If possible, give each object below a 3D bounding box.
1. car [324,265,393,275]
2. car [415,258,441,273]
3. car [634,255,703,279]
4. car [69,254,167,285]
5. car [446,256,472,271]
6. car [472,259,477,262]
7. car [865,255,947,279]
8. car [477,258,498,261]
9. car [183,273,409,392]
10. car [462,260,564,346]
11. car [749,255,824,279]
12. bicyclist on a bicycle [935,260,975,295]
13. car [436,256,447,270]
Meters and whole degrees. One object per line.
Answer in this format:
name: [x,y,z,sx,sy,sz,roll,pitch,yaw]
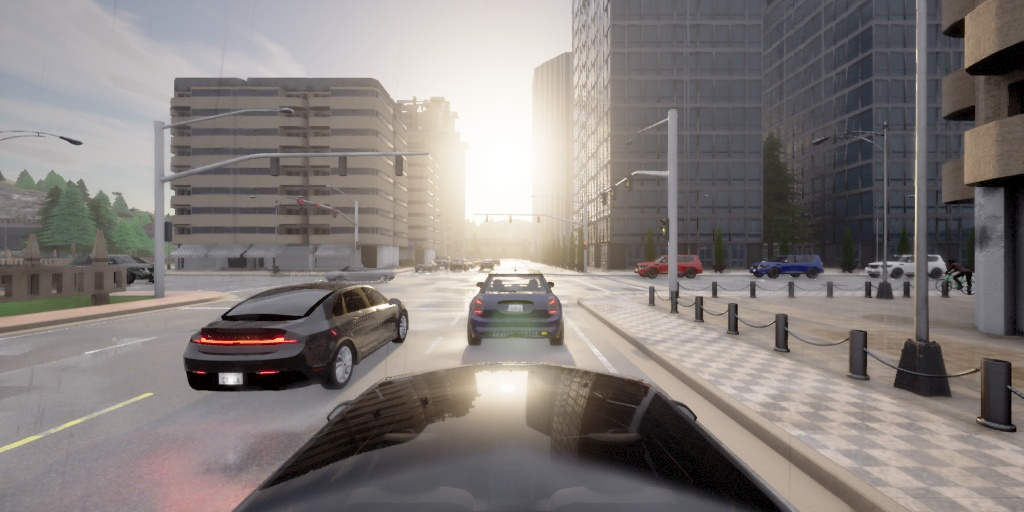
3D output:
car: [-11.069,1.329,26.341,4.718,1.301,1.895,0,0,-22]
car: [-10.578,1.276,44.599,1.812,1.442,4.674,0,0,1]
car: [13.714,0.916,31.515,5.566,2.045,2.150,0,0,0]
car: [-27.328,0.911,24.868,5.566,2.045,2.150,1,0,3]
car: [-7.033,1.102,48.181,2.097,1.767,4.553,0,0,0]
car: [-7.006,1.297,57.652,2.033,1.411,5.357,0,0,0]
car: [34.396,0.916,31.372,5.566,2.045,2.150,0,0,0]
car: [-3.360,1.255,49.740,1.837,1.490,4.892,0,0,0]
car: [-3.425,1.255,6.814,1.837,1.490,4.892,0,0,0]
car: [0.092,1.102,9.585,2.097,1.767,4.553,0,0,0]
car: [24.034,0.916,31.442,5.566,2.045,2.150,0,0,1]
bicyclist on a bicycle: [21.022,0.996,16.981,0.582,1.620,1.656,0,0,0]
car: [-10.521,0.971,54.305,2.150,2.045,5.566,0,0,0]
